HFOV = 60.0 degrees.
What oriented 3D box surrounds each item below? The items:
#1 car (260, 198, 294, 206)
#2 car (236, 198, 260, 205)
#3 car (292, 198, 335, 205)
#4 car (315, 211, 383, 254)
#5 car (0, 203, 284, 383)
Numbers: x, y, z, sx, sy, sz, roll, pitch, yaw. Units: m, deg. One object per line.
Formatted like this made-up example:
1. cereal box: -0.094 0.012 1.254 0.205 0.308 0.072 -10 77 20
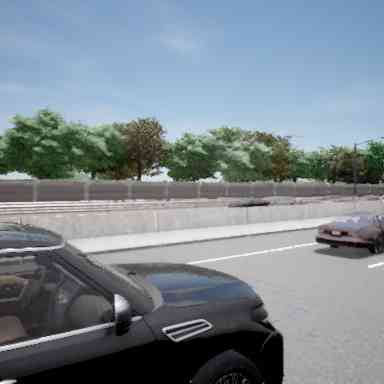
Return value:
1. car: 9.311 1.339 32.041 4.902 1.511 2.128 0 0 -35
2. car: 5.942 1.333 33.955 5.008 1.535 1.882 0 0 -35
3. car: 11.271 1.448 29.140 4.718 1.301 1.895 0 0 -35
4. car: 7.083 1.467 13.099 5.357 1.411 2.033 0 0 -36
5. car: -1.754 1.223 2.497 5.566 2.045 2.150 -1 0 -36
